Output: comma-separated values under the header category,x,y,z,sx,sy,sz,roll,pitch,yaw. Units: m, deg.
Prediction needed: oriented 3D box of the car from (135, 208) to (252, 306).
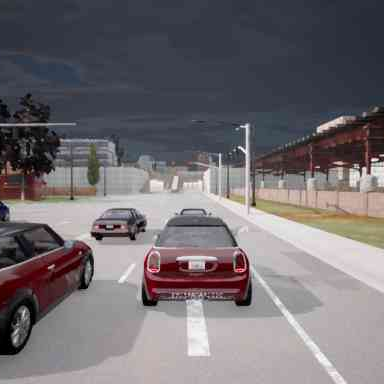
category,x,y,z,sx,sy,sz,roll,pitch,yaw
car,0.085,1.337,8.159,2.097,1.767,4.553,0,0,0

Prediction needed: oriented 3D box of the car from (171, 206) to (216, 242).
category,x,y,z,sx,sy,sz,roll,pitch,yaw
car,0.070,1.506,16.719,1.994,1.385,4.181,0,0,0

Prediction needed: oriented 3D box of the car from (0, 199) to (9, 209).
category,x,y,z,sx,sy,sz,roll,pitch,yaw
car,-14.041,1.258,21.872,2.097,1.767,4.553,0,1,0

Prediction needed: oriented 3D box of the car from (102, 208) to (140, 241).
category,x,y,z,sx,sy,sz,roll,pitch,yaw
car,-3.431,1.488,16.420,2.033,1.411,5.357,0,0,0

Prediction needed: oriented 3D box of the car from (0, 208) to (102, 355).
category,x,y,z,sx,sy,sz,roll,pitch,yaw
car,-3.408,1.344,6.224,2.097,1.767,4.553,0,0,0
